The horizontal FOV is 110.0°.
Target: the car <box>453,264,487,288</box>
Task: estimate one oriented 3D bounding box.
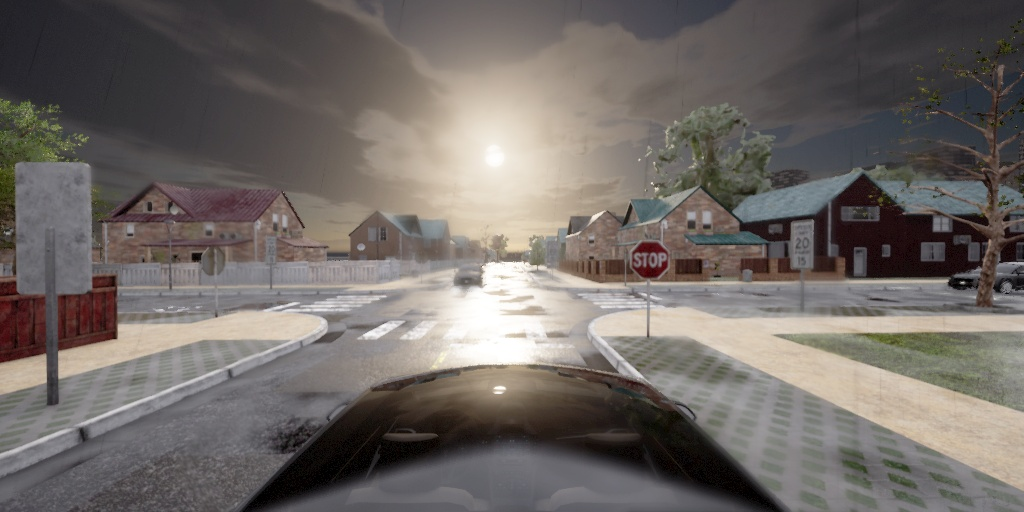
[{"bbox_3d":[-2.770,1.304,24.261,1.837,1.490,4.892,0,0,0],"label":"car"}]

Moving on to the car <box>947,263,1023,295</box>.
[{"bbox_3d":[25.011,1.102,18.049,4.892,1.490,1.837,0,1,-2],"label":"car"}]
